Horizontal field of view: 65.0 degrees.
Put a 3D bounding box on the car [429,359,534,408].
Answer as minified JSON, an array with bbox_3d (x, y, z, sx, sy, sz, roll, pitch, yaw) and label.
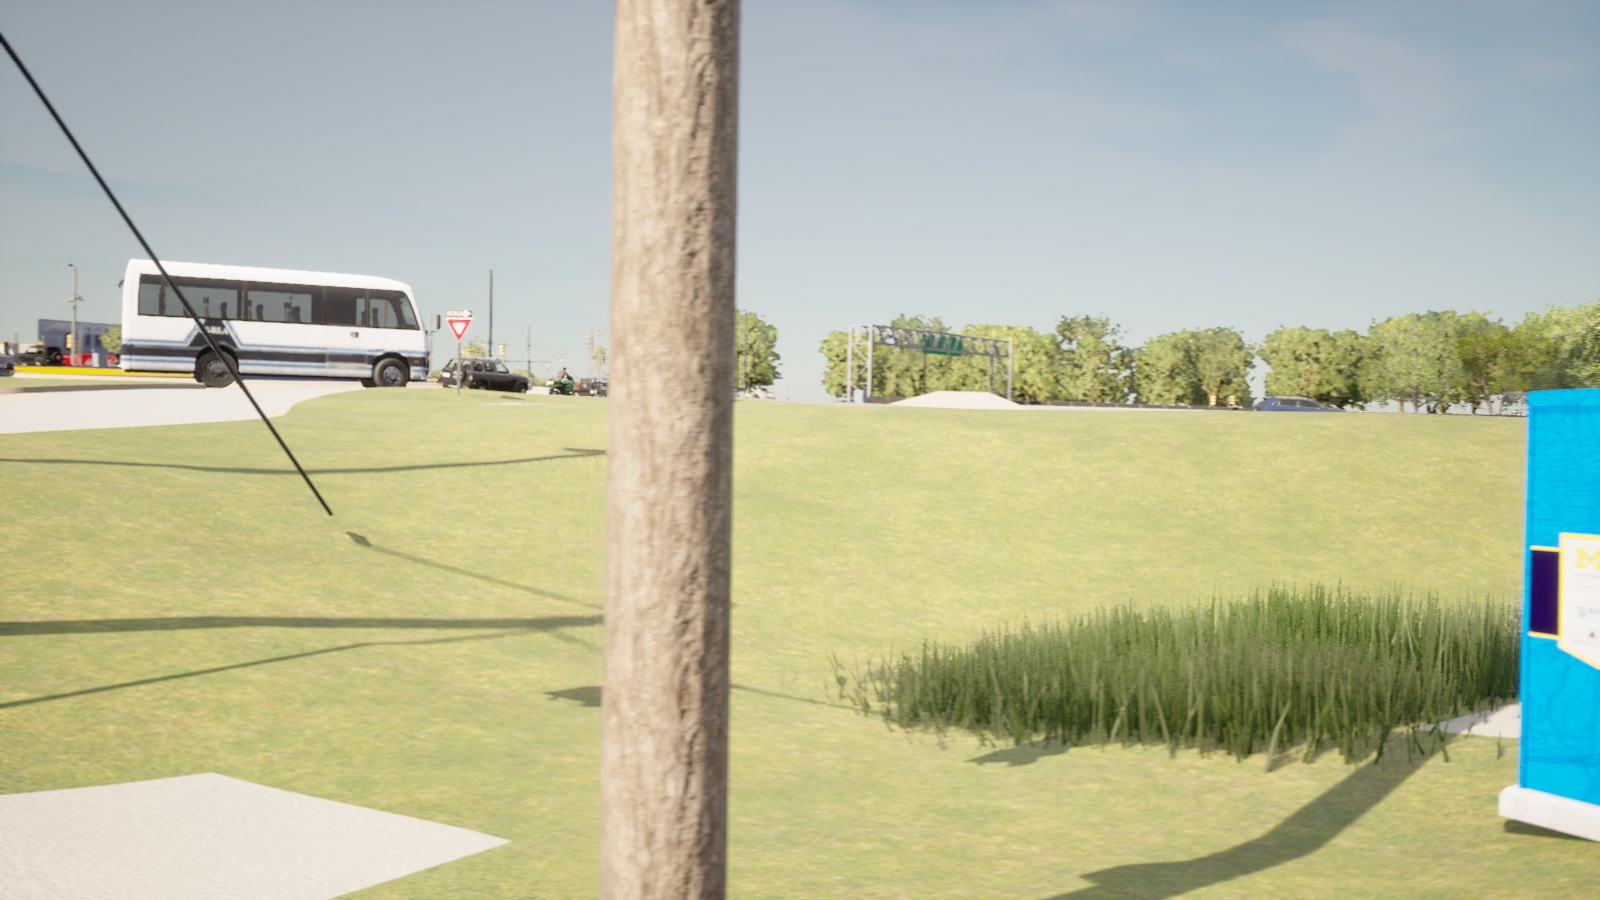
[{"bbox_3d":[-14.248,-2.942,56.370,1.932,1.855,4.605,8,4,25],"label":"car"}]

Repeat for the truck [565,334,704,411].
[{"bbox_3d":[-8.068,-3.927,62.491,2.891,3.462,7.936,0,5,25],"label":"truck"}]

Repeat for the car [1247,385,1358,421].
[{"bbox_3d":[24.888,-2.355,62.412,4.856,1.649,2.033,2,3,15],"label":"car"}]

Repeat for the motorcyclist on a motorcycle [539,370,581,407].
[{"bbox_3d":[-10.266,-2.613,53.758,0.797,1.523,2.044,0,1,22],"label":"motorcyclist on a motorcycle"}]

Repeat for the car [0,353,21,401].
[{"bbox_3d":[-27.981,-2.396,41.280,3.705,1.549,1.789,0,1,5],"label":"car"}]

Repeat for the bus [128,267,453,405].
[{"bbox_3d":[-17.989,-3.819,44.569,10.273,4.253,3.944,-1,1,-28],"label":"bus"}]
